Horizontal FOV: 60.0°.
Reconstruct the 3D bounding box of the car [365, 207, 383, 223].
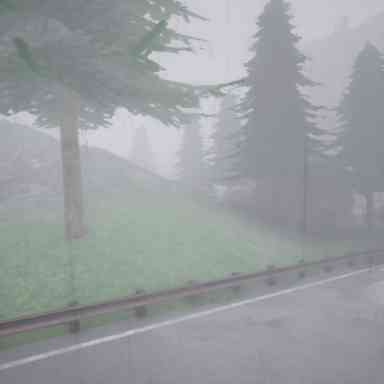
[{"bbox_3d":[15.295,1.590,23.534,2.033,1.411,5.357,0,0,-36],"label":"car"}]
